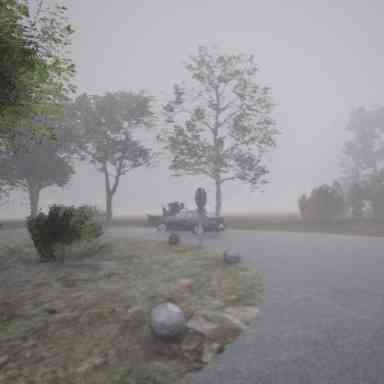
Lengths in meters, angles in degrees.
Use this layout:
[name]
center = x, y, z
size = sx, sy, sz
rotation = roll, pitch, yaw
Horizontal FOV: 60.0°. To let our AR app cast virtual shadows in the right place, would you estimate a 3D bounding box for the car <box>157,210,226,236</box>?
[car]
center = -0.141, 1.942, 21.734
size = 5.008, 1.535, 1.882
rotation = -2, -2, 39
